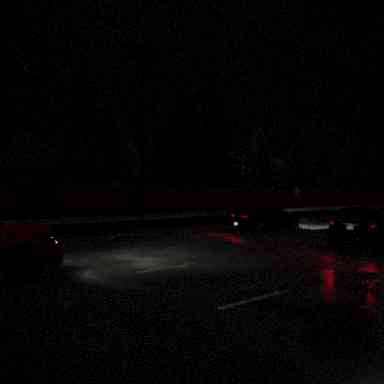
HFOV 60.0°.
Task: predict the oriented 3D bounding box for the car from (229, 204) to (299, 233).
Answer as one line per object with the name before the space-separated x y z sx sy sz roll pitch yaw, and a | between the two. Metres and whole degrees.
car | 4.381 1.504 19.883 4.892 1.490 1.837 0 0 -36

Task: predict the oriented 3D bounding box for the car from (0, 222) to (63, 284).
car | -6.121 1.219 7.977 5.566 2.045 2.150 0 0 -36

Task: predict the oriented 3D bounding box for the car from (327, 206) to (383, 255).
car | 7.572 1.351 13.555 4.553 1.767 2.097 0 0 -36

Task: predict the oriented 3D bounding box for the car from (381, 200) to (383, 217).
car | 19.837 1.506 31.097 4.892 1.490 1.837 -1 0 -36
